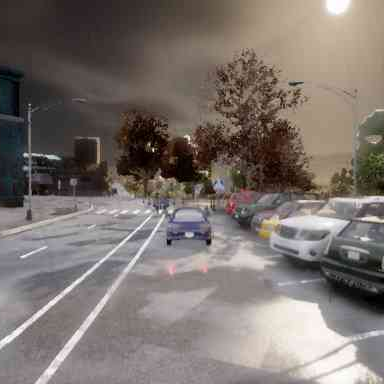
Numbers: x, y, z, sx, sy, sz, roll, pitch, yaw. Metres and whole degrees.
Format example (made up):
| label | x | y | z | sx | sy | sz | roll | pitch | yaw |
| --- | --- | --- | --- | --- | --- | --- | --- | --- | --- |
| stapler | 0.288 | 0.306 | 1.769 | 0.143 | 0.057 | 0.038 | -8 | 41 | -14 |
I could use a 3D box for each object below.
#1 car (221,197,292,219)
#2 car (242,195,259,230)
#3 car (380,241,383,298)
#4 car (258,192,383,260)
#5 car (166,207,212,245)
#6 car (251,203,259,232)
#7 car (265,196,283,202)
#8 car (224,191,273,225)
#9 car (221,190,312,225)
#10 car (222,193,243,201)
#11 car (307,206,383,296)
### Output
| label | x | y | z | sx | sy | sz | roll | pitch | yaw |
| --- | --- | --- | --- | --- | --- | --- | --- | --- | --- |
| car | 4.885 | 1.144 | 25.347 | 4.892 | 1.521 | 2.231 | 0 | 1 | -22 |
| car | 5.172 | 1.196 | 16.443 | 4.553 | 1.767 | 2.185 | 0 | 1 | -22 |
| car | 5.339 | 1.501 | 4.553 | 4.792 | 1.488 | 2.163 | 1 | 0 | -21 |
| car | 5.230 | 1.166 | 10.470 | 5.566 | 2.045 | 2.435 | 1 | 1 | -21 |
| car | -0.155 | 1.393 | 14.751 | 1.812 | 1.442 | 4.674 | 0 | 1 | -1 |
| car | 5.374 | 1.372 | 13.540 | 5.366 | 1.575 | 1.946 | 0 | 1 | -21 |
| car | 19.660 | 1.657 | 79.833 | 1.882 | 1.535 | 5.008 | 0 | 0 | -19 |
| car | 5.047 | 1.011 | 19.383 | 5.566 | 2.045 | 2.435 | 0 | 1 | -22 |
| car | 5.013 | 0.952 | 22.385 | 5.566 | 2.045 | 2.435 | 0 | 1 | -22 |
| car | 11.370 | 1.285 | 93.961 | 5.566 | 2.045 | 2.150 | 1 | 1 | 39 |
| car | 5.262 | 1.323 | 7.501 | 4.553 | 1.767 | 2.185 | 1 | 0 | -21 |
